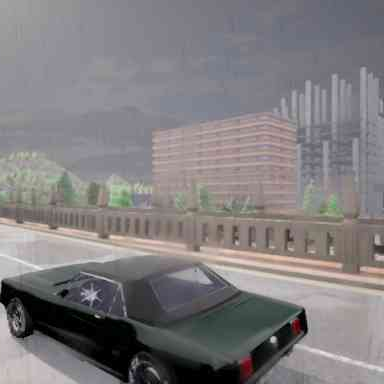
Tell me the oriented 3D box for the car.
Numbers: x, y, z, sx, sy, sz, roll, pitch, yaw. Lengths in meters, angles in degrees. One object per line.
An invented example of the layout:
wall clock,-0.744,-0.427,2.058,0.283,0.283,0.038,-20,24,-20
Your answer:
car,-0.948,1.626,4.876,4.718,1.301,1.895,0,0,38
